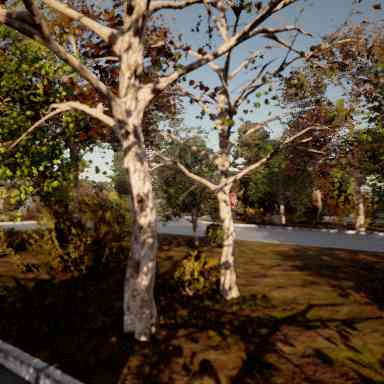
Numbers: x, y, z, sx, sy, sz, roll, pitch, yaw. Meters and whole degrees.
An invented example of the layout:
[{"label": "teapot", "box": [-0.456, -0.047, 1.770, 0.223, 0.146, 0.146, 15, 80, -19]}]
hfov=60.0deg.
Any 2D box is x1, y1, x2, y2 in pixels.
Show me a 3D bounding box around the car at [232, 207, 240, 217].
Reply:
[{"label": "car", "box": [7.311, 3.234, 54.426, 4.553, 1.767, 2.097, 2, -2, -32]}]
